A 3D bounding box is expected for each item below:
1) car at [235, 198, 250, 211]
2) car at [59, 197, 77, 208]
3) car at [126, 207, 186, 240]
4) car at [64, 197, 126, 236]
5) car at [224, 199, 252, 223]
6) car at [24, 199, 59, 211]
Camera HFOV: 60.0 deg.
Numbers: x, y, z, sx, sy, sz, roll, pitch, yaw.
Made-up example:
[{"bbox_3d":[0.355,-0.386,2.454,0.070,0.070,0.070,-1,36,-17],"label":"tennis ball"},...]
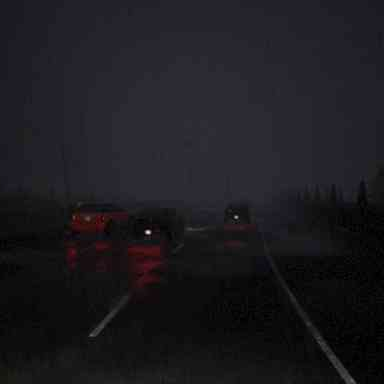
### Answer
[{"bbox_3d":[6.497,1.584,42.568,1.812,1.442,4.674,0,0,10],"label":"car"},{"bbox_3d":[-12.335,1.338,37.131,2.097,1.767,4.553,0,0,10],"label":"car"},{"bbox_3d":[-1.536,1.514,17.013,1.837,1.490,4.892,0,0,9],"label":"car"},{"bbox_3d":[-4.815,1.351,18.574,2.097,1.767,4.553,0,0,9],"label":"car"},{"bbox_3d":[3.555,1.538,25.907,1.837,1.490,4.892,0,0,10],"label":"car"},{"bbox_3d":[-15.972,1.523,36.677,2.033,1.411,5.357,0,0,10],"label":"car"}]
